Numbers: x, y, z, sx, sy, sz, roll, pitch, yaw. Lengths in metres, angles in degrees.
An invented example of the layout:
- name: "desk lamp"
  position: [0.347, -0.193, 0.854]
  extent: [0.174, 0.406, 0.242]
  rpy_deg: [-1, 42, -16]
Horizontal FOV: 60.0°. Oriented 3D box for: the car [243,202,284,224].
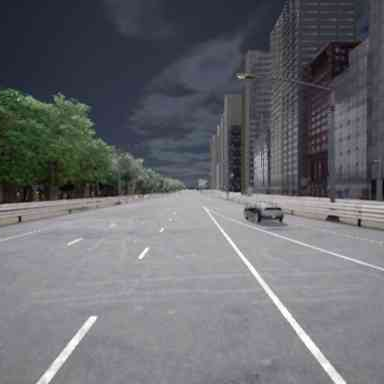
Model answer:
- name: "car"
  position: [5.184, 1.455, 24.566]
  extent: [2.128, 1.511, 4.902]
  rpy_deg: [0, 0, -7]
